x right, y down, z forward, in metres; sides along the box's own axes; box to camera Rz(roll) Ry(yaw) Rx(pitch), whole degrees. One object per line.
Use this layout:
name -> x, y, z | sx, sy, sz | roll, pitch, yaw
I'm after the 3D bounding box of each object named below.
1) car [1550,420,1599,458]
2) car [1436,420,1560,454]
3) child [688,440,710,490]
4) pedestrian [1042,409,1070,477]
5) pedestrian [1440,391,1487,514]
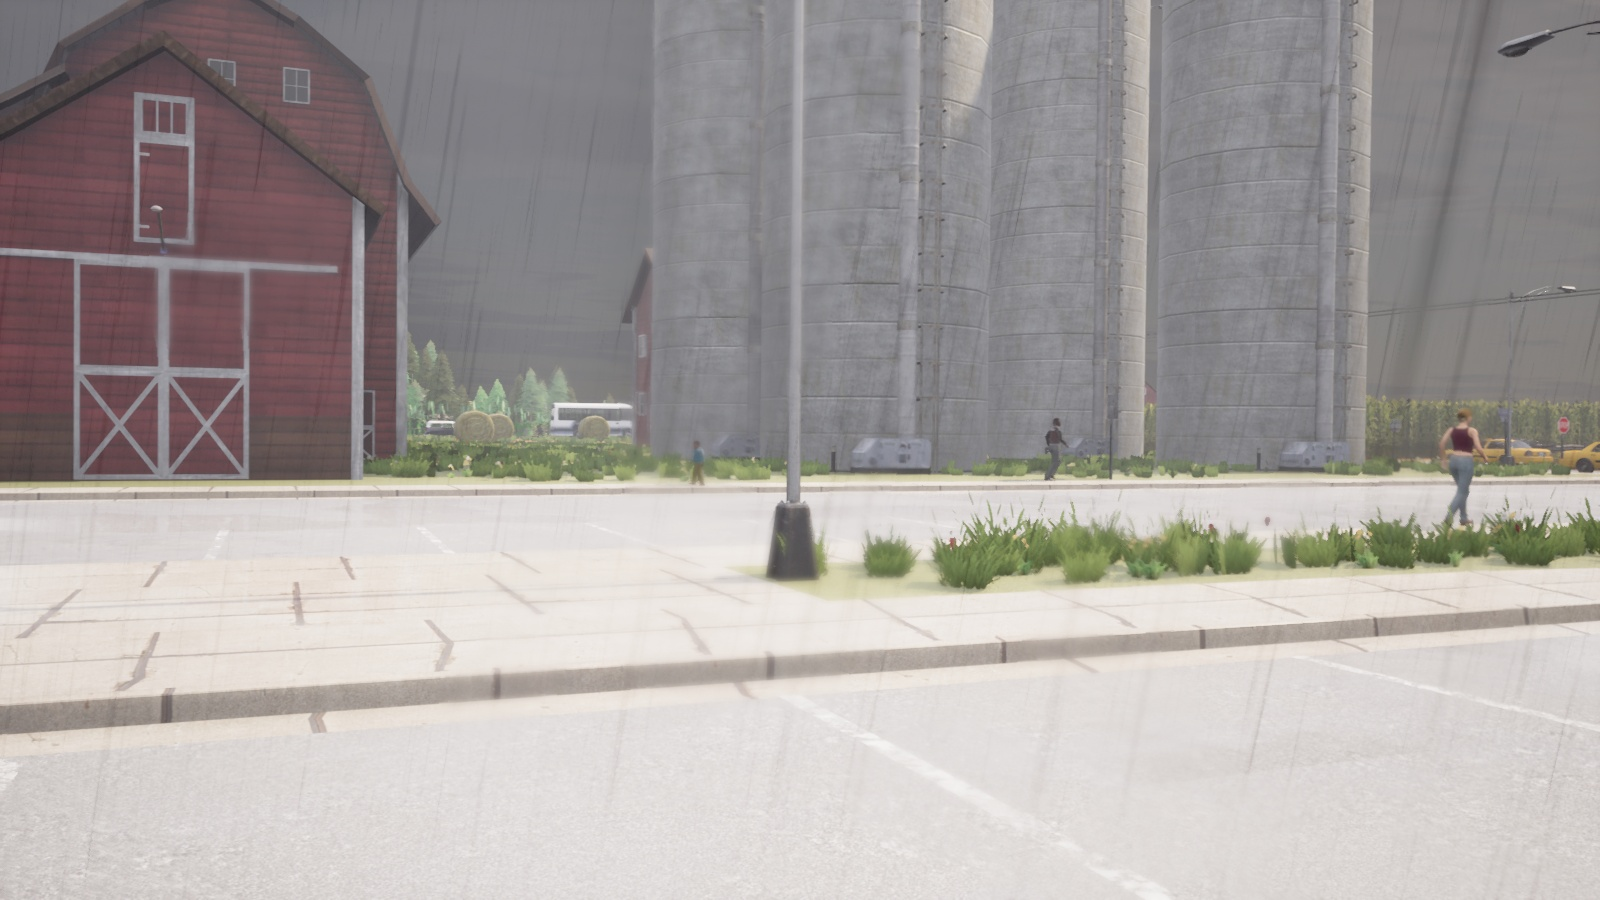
car -> 34.094, -0.474, 51.840 | 1.801, 1.575, 5.366 | -1, 1, -22
car -> 33.995, -0.628, 61.344 | 1.801, 1.575, 5.366 | -1, 1, -22
child -> -2.455, 0.363, 30.580 | 0.448, 1.192, 0.343 | -1, 1, -22
pedestrian -> 7.299, -0.207, 35.792 | 0.666, 1.930, 0.402 | -1, 1, -16
pedestrian -> 10.072, 0.035, 19.064 | 0.594, 1.836, 0.345 | -1, 1, -24
